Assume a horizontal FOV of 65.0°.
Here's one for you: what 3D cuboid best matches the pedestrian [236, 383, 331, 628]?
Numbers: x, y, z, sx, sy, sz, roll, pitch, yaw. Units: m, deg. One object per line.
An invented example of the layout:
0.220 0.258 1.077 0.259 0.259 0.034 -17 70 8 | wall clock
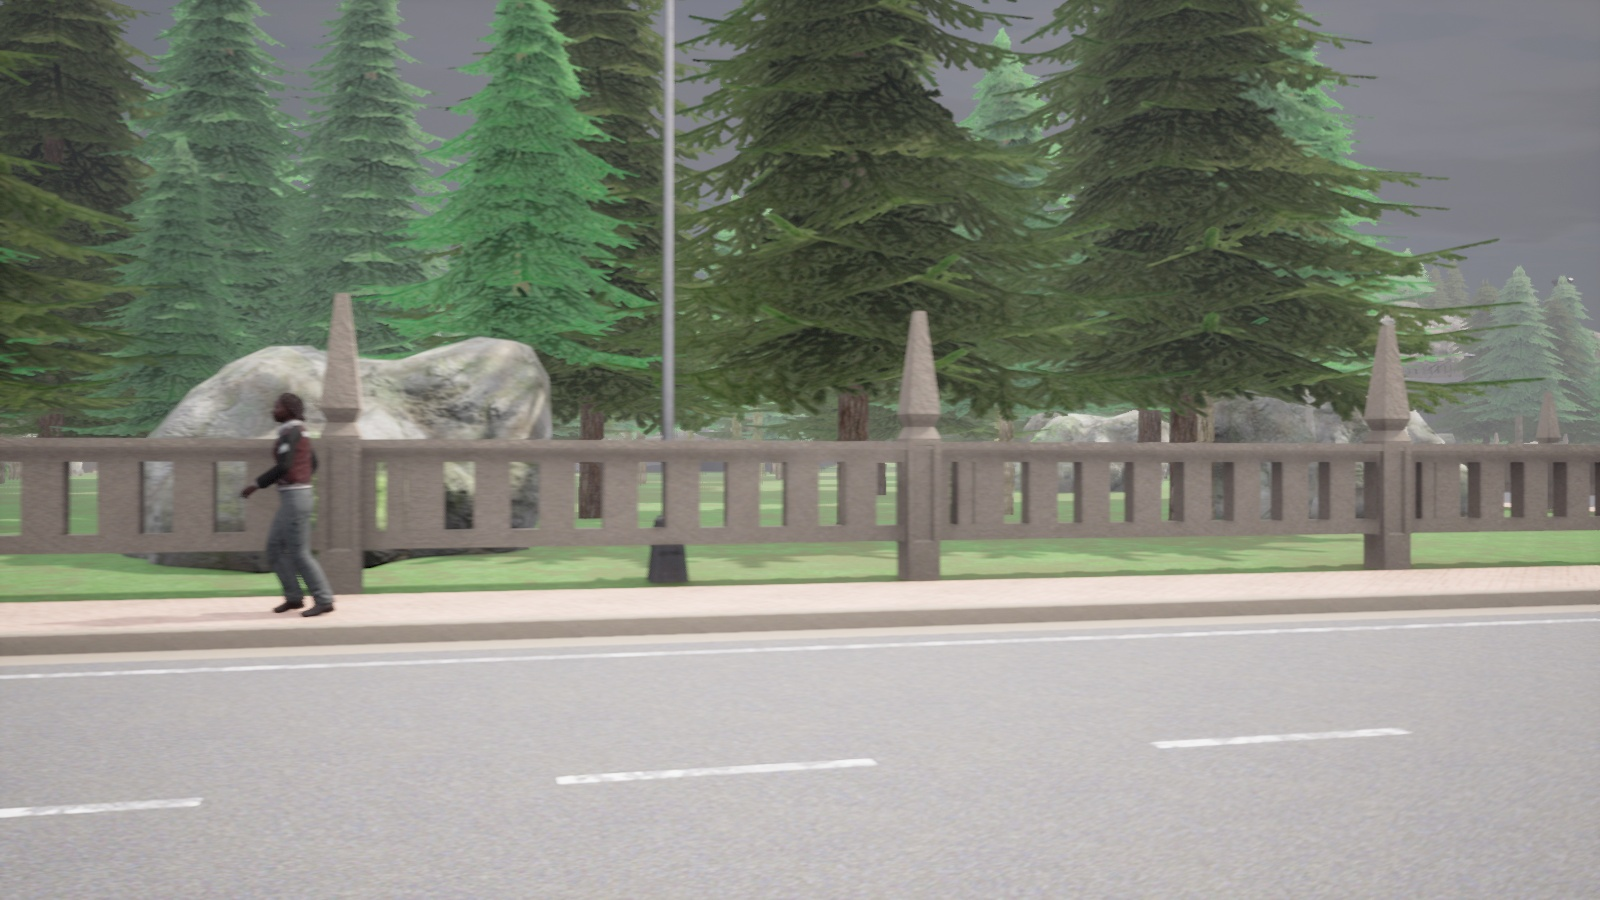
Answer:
-4.182 0.438 10.199 0.666 1.930 0.402 0 0 -15 | pedestrian
